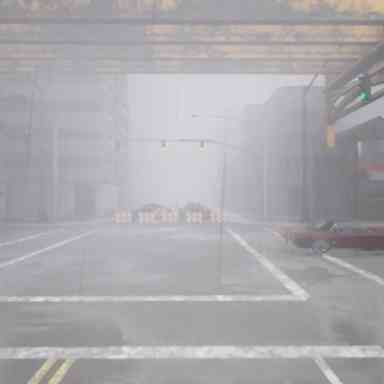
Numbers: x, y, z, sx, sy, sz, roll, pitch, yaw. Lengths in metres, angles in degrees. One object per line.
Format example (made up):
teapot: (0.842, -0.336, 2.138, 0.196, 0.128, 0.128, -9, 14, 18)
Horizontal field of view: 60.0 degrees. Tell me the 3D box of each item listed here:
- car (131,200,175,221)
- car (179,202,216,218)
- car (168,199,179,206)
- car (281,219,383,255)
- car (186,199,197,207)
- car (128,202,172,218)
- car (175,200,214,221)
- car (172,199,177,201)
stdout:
car: (-3.771, 1.770, 30.331, 2.038, 1.542, 4.974, 0, -1, 24)
car: (0.372, 1.611, 30.090, 1.853, 1.218, 4.536, 0, -1, -21)
car: (-3.544, 1.976, 65.195, 1.853, 1.218, 4.536, 0, -1, -1)
car: (6.145, 1.742, 13.325, 4.718, 1.301, 1.895, 0, -1, 0)
car: (-0.080, 1.888, 56.686, 1.853, 1.218, 4.536, 0, -1, -1)
car: (-3.750, 1.613, 30.380, 1.853, 1.218, 4.536, 0, -1, 24)
car: (0.390, 1.768, 30.039, 2.038, 1.542, 4.974, 0, -1, -21)
car: (-3.544, 2.133, 65.141, 2.038, 1.542, 4.974, 0, -1, -1)
